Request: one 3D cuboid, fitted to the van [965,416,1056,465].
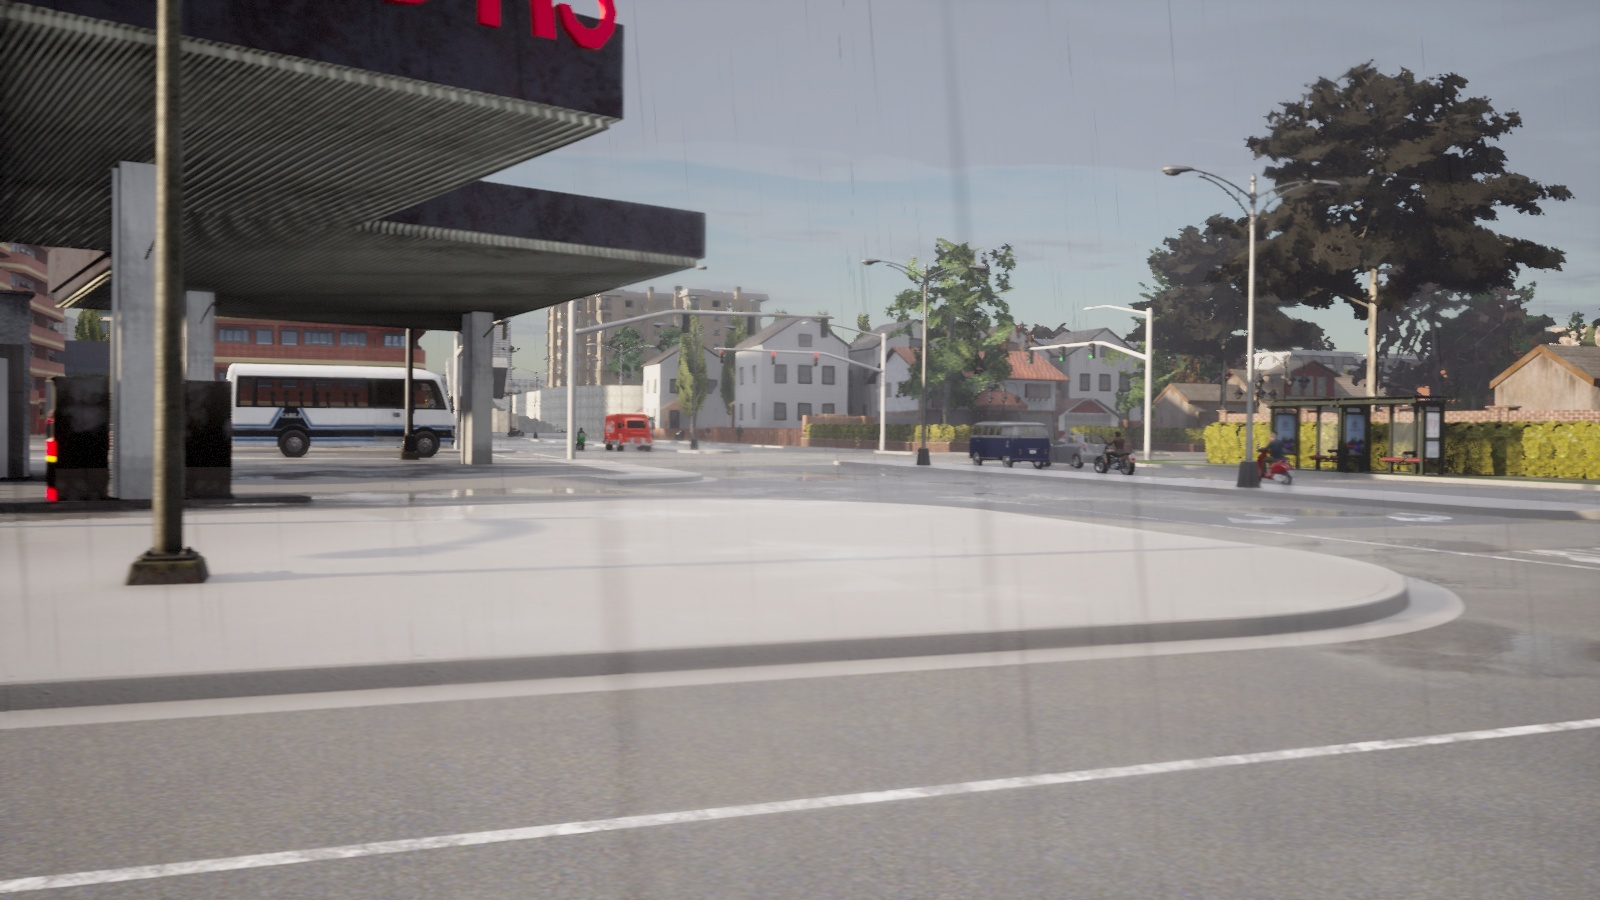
[{"bbox_3d":[8.853,-0.412,53.282,1.775,1.987,4.442,-1,1,-21],"label":"van"}]

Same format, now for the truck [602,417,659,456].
[{"bbox_3d":[-11.306,-0.924,83.385,2.627,2.467,5.204,-1,1,-21],"label":"truck"}]

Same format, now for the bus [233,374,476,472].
[{"bbox_3d":[-20.688,-1.308,58.566,10.273,4.253,3.944,-1,1,-22],"label":"bus"}]

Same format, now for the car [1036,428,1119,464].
[{"bbox_3d":[12.043,-0.209,54.747,1.845,1.501,3.633,-1,1,-21],"label":"car"}]

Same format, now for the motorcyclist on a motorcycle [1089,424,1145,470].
[{"bbox_3d":[11.609,-0.128,46.127,0.766,1.649,2.350,-1,1,-21],"label":"motorcyclist on a motorcycle"}]

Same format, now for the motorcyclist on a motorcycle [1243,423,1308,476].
[{"bbox_3d":[14.549,-0.032,38.486,0.866,1.590,1.817,-1,1,-21],"label":"motorcyclist on a motorcycle"}]
